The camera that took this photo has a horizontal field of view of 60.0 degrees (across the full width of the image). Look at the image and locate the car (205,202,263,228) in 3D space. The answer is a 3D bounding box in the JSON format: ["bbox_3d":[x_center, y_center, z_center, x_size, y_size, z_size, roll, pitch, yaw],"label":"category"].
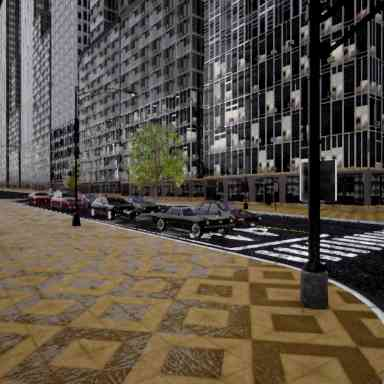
[{"bbox_3d":[1.659,1.289,19.706,2.033,1.411,5.357,0,1,-36],"label":"car"}]

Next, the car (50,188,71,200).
[{"bbox_3d":[-21.853,0.308,55.269,2.097,1.767,4.553,0,1,-38],"label":"car"}]

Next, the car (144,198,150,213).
[{"bbox_3d":[-4.611,1.104,27.640,2.033,1.411,5.357,0,1,-37],"label":"car"}]

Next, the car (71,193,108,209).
[{"bbox_3d":[-11.114,0.911,35.941,2.033,1.411,5.357,0,1,-38],"label":"car"}]

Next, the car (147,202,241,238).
[{"bbox_3d":[-0.065,1.372,16.587,1.895,1.301,4.718,0,1,-38],"label":"car"}]

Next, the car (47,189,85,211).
[{"bbox_3d":[-11.768,0.776,31.501,2.097,1.767,4.553,0,1,-38],"label":"car"}]

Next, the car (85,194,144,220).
[{"bbox_3d":[-5.654,1.110,23.698,1.837,1.490,4.892,0,1,-38],"label":"car"}]

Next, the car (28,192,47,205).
[{"bbox_3d":[-18.076,0.712,39.624,1.882,1.535,5.008,0,1,-37],"label":"car"}]
